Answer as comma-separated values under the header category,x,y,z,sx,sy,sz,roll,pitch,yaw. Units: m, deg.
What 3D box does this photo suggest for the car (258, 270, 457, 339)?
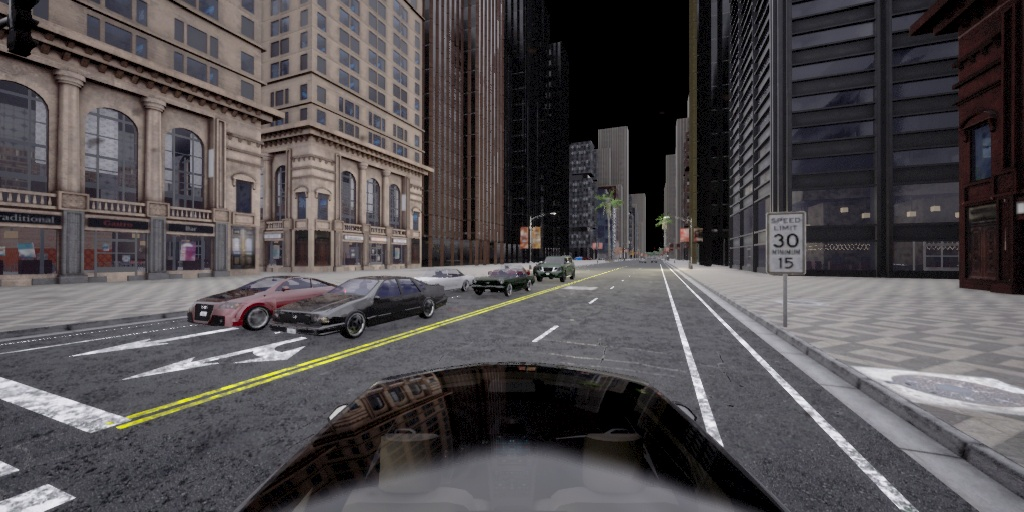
category,x,y,z,sx,sy,sz,roll,pitch,yaw
car,-3.969,1.299,10.542,2.033,1.411,5.357,0,0,22

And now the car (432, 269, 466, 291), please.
category,x,y,z,sx,sy,sz,roll,pitch,yaw
car,-3.936,1.356,19.244,1.895,1.301,4.718,0,0,22

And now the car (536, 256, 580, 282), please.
category,x,y,z,sx,sy,sz,roll,pitch,yaw
car,3.686,0.986,29.328,2.150,2.045,5.566,0,0,22

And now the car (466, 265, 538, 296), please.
category,x,y,z,sx,sy,sz,roll,pitch,yaw
car,-0.352,1.357,19.423,1.895,1.301,4.718,0,0,22

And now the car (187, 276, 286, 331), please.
category,x,y,z,sx,sy,sz,roll,pitch,yaw
car,-7.236,1.315,11.128,1.994,1.385,4.181,0,0,22

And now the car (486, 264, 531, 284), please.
category,x,y,z,sx,sy,sz,roll,pitch,yaw
car,-0.177,1.363,28.469,1.895,1.301,4.718,0,0,22
